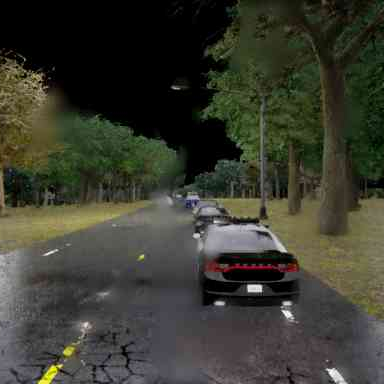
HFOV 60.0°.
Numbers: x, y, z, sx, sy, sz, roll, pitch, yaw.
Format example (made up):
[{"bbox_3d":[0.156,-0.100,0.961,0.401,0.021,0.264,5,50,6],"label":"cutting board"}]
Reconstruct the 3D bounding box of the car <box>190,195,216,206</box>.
[{"bbox_3d":[1.094,1.324,24.073,2.097,1.767,4.553,0,0,0],"label":"car"}]

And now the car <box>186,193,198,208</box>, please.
[{"bbox_3d":[0.128,1.359,46.887,1.882,1.535,5.008,0,0,1],"label":"car"}]

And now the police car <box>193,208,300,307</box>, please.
[{"bbox_3d":[1.066,1.425,8.210,1.930,1.638,5.238,0,0,0],"label":"police car"}]

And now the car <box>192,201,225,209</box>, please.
[{"bbox_3d":[1.084,1.465,18.102,1.882,1.535,5.008,0,0,0],"label":"car"}]

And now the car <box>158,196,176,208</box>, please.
[{"bbox_3d":[-3.514,1.416,44.833,1.812,1.442,4.674,0,0,0],"label":"car"}]

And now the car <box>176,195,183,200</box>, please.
[{"bbox_3d":[-3.343,1.418,85.084,1.812,1.442,4.674,0,0,0],"label":"car"}]
